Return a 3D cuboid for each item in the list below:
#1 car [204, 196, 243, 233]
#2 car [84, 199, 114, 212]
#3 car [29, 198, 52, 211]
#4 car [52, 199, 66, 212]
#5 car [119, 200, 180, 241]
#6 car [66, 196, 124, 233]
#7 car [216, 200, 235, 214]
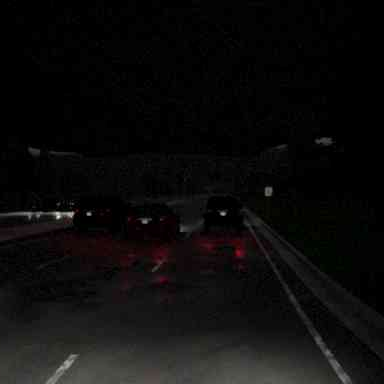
[{"bbox_3d":[1.938,1.258,20.264,2.150,2.045,5.566,0,0,6],"label":"car"},{"bbox_3d":[-11.082,1.631,39.999,1.994,1.385,4.181,0,0,7],"label":"car"},{"bbox_3d":[-18.017,1.558,40.960,2.128,1.511,4.902,0,0,6],"label":"car"},{"bbox_3d":[-14.547,1.416,40.504,2.097,1.767,4.553,0,0,7],"label":"car"},{"bbox_3d":[-1.905,1.382,17.161,2.097,1.767,4.553,0,0,6],"label":"car"},{"bbox_3d":[-5.117,1.255,20.130,2.150,2.045,5.566,0,0,6],"label":"car"},{"bbox_3d":[3.797,1.631,37.120,1.994,1.385,4.181,0,0,6],"label":"car"}]
